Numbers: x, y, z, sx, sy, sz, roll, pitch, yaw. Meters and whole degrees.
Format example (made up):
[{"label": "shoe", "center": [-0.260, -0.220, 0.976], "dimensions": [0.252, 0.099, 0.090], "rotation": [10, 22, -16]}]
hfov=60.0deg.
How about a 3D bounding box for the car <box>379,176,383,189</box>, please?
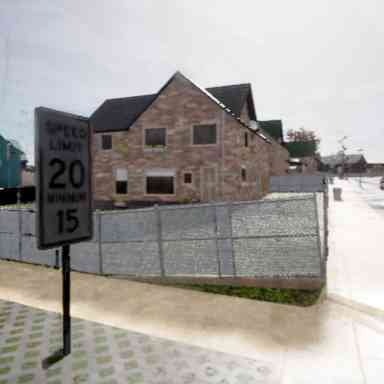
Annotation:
[{"label": "car", "center": [19.449, -0.943, 32.155], "dimensions": [1.882, 1.535, 5.008], "rotation": [1, 4, 22]}]
